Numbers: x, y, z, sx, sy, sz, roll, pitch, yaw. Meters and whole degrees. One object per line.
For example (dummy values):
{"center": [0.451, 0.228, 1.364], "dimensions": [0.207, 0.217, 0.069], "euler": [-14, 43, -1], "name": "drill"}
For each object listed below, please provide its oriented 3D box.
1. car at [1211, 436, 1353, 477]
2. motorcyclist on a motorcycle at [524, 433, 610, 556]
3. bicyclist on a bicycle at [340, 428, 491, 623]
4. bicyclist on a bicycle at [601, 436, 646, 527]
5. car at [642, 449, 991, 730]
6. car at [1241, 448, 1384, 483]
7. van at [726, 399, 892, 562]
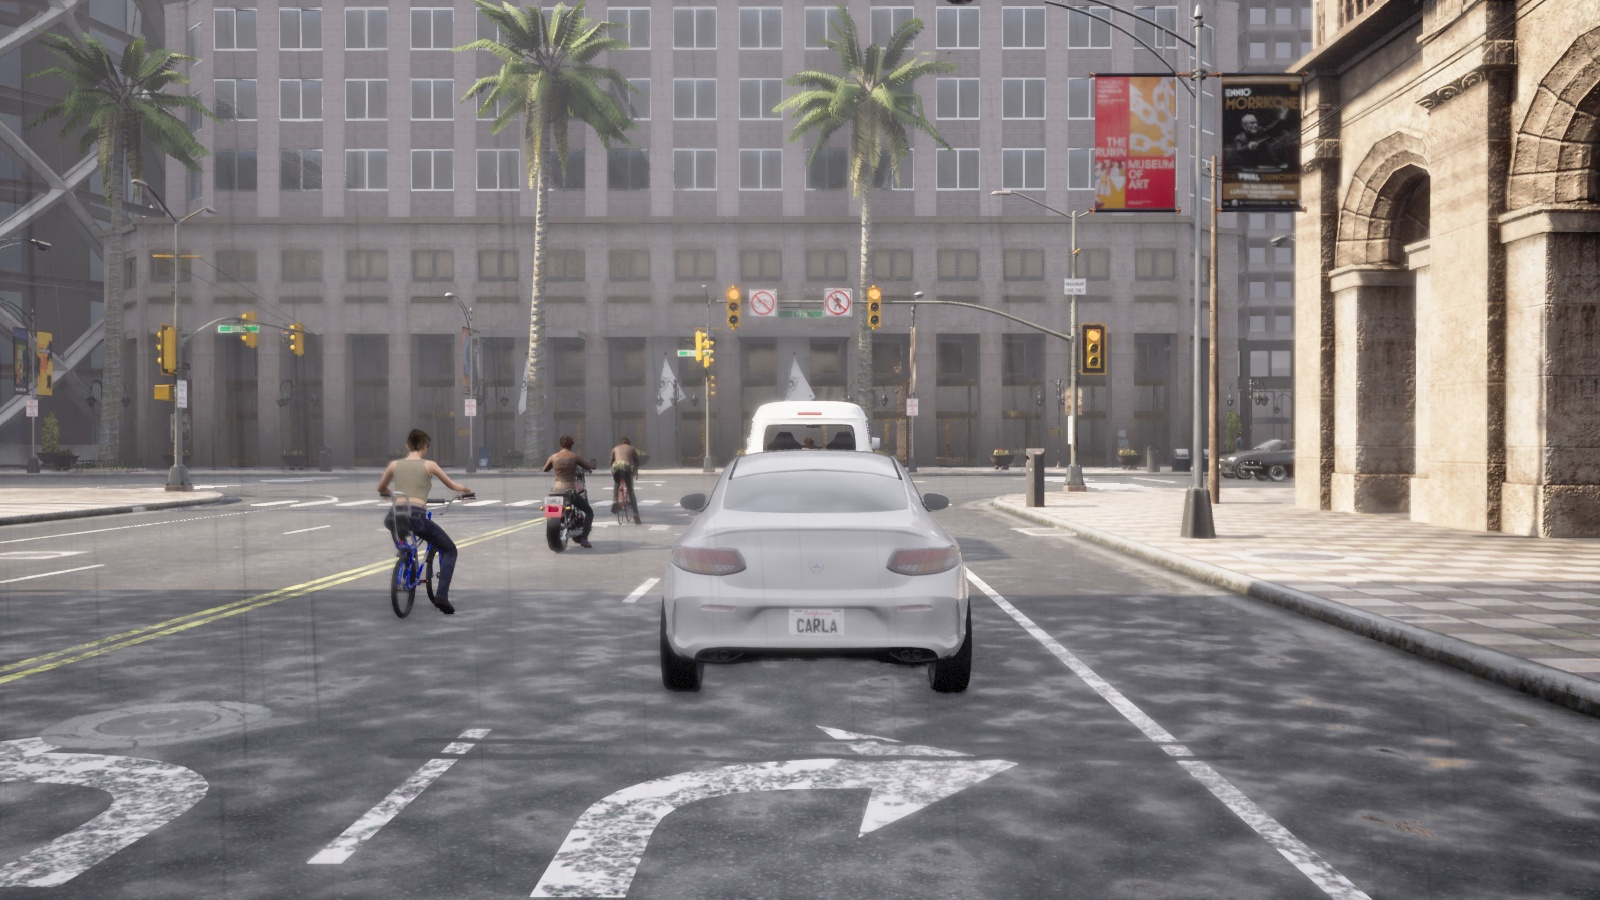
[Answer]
{"center": [19.711, 0.250, 51.521], "dimensions": [5.027, 1.651, 2.152], "euler": [0, 0, 1], "name": "car"}
{"center": [-3.299, 0.593, 17.981], "dimensions": [0.766, 1.649, 2.350], "euler": [0, 0, 1], "name": "motorcyclist on a motorcycle"}
{"center": [-3.366, 0.617, 11.144], "dimensions": [0.866, 1.612, 1.509], "euler": [0, 0, 0], "name": "bicyclist on a bicycle"}
{"center": [-3.256, 0.565, 23.313], "dimensions": [0.582, 1.620, 1.656], "euler": [0, 0, 1], "name": "bicyclist on a bicycle"}
{"center": [0.104, 0.722, 8.867], "dimensions": [1.812, 1.442, 4.674], "euler": [0, 0, 0], "name": "car"}
{"center": [19.545, 0.591, 48.045], "dimensions": [4.718, 1.301, 1.895], "euler": [0, 0, 1], "name": "car"}
{"center": [0.170, 0.369, 17.908], "dimensions": [2.069, 2.038, 4.480], "euler": [0, 0, 1], "name": "van"}
